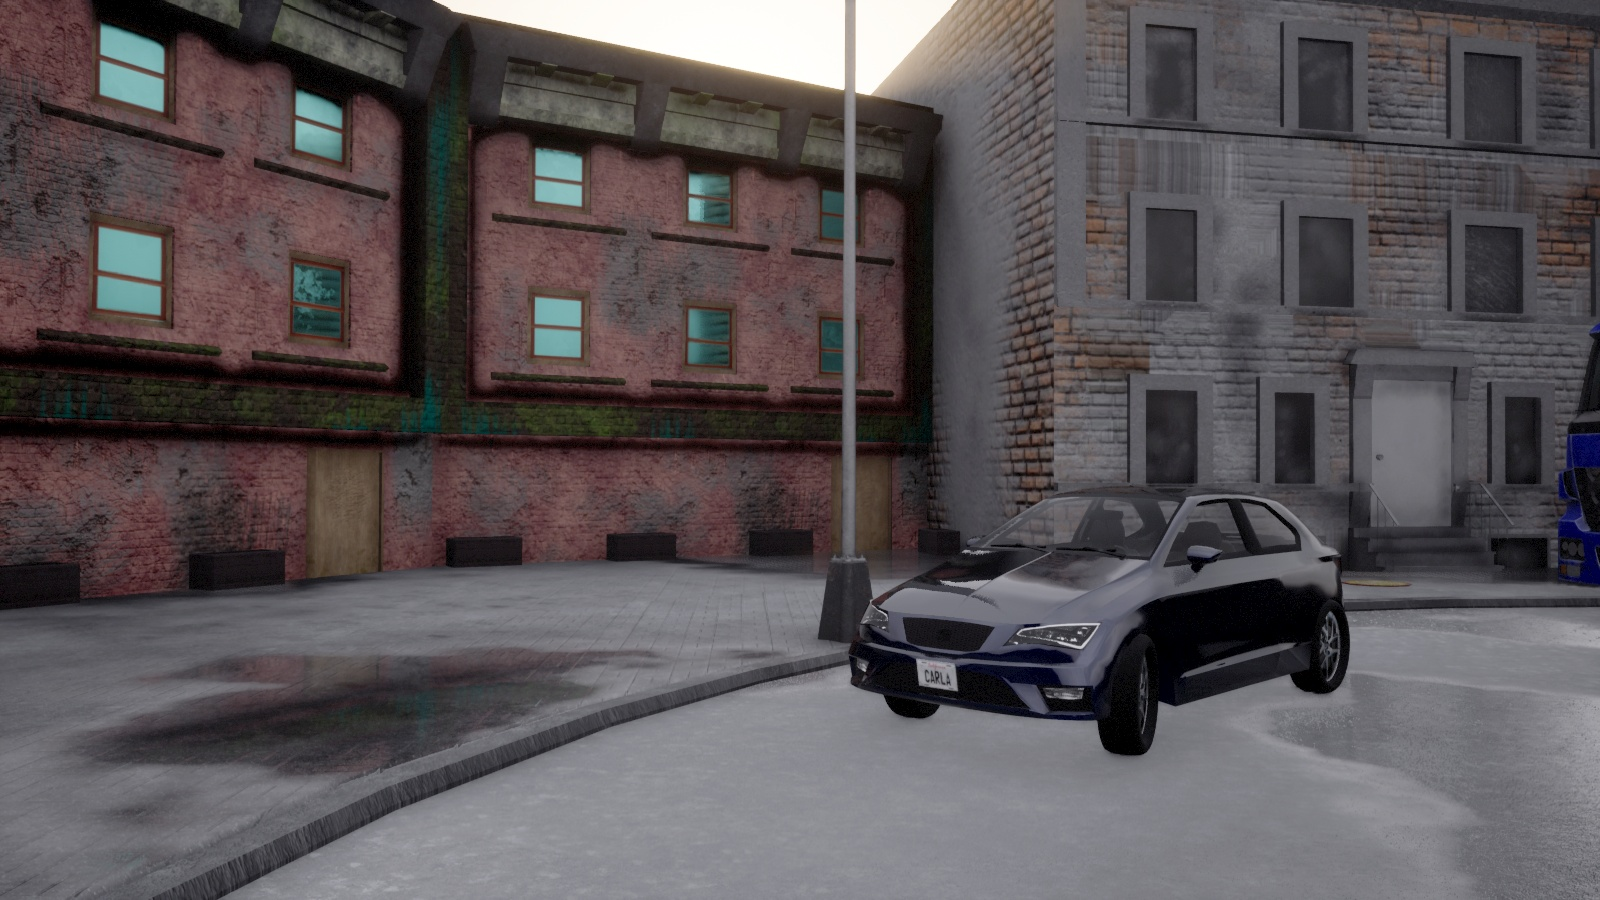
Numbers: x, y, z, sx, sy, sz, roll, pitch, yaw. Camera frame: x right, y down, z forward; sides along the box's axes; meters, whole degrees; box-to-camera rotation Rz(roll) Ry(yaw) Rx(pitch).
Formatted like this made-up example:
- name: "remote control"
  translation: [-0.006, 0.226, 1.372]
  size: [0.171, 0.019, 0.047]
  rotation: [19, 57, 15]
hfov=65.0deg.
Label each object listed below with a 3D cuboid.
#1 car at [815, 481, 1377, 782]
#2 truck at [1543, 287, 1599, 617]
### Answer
- name: "car"
  translation: [2.194, 0.963, 8.457]
  size: [1.816, 1.474, 4.193]
  rotation: [-1, -1, 43]
- name: "truck"
  translation: [12.379, -0.002, 12.812]
  size: [7.936, 3.462, 2.891]
  rotation: [0, -1, -3]
